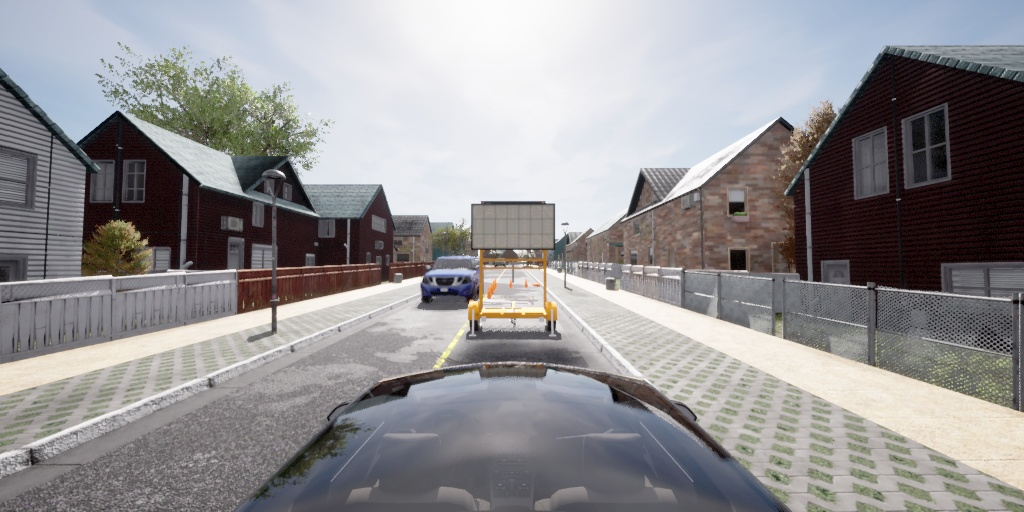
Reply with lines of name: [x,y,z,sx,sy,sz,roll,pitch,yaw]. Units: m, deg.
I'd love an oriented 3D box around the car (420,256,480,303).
car: [-2.685,1.001,17.044,2.150,2.045,5.566,0,0,0]

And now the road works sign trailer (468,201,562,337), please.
road works sign trailer: [0.034,0.226,10.362,2.380,3.560,2.880,0,0,1]
